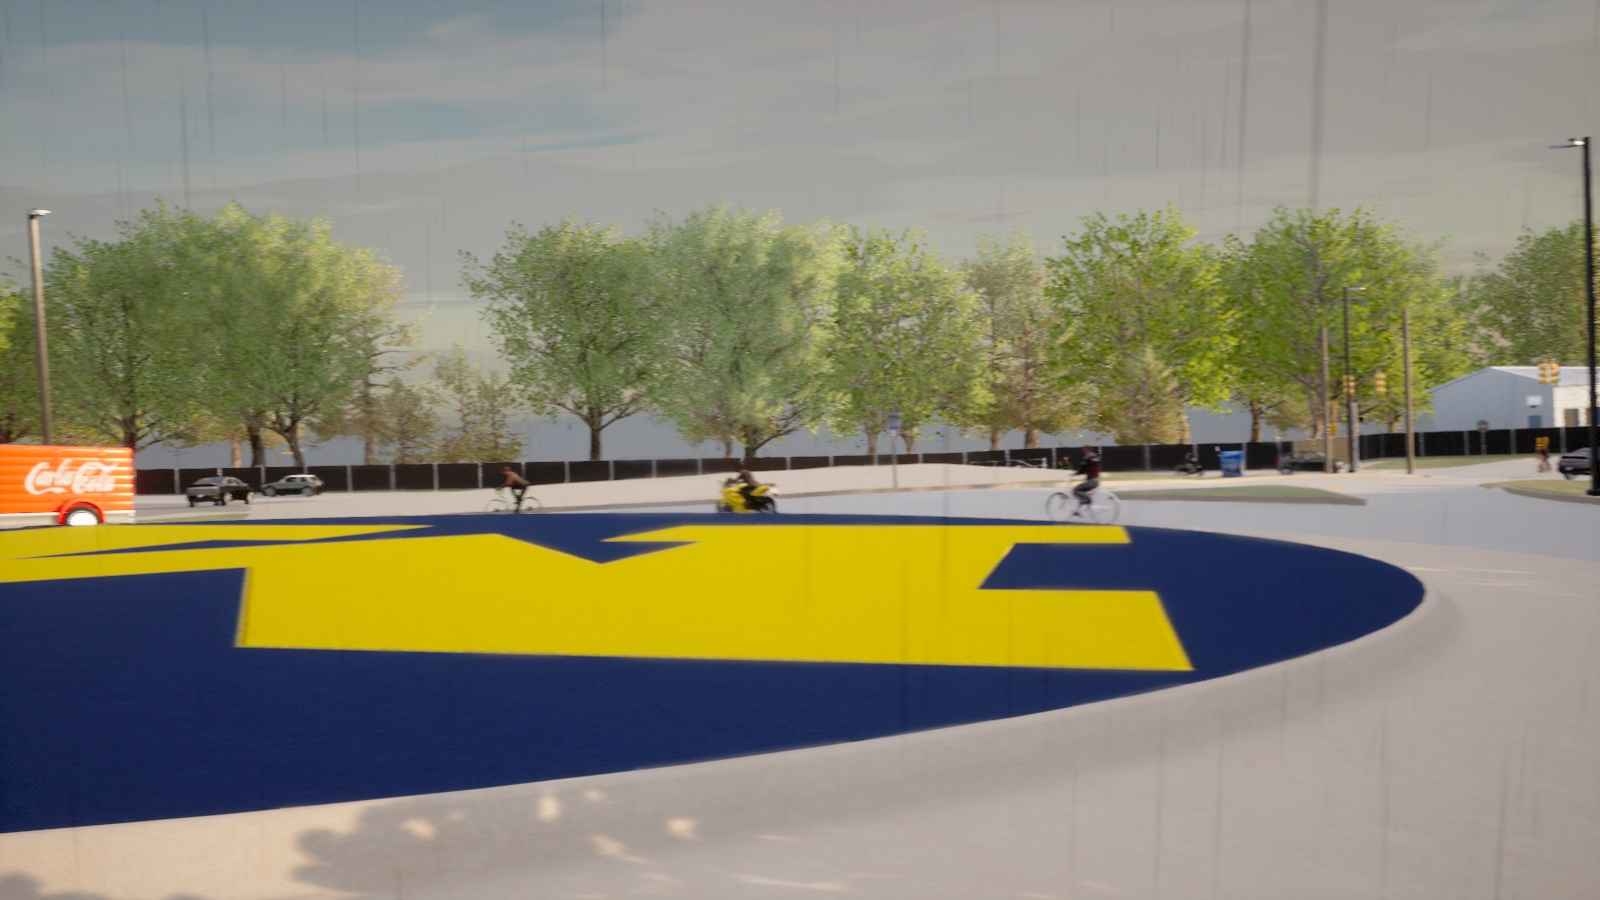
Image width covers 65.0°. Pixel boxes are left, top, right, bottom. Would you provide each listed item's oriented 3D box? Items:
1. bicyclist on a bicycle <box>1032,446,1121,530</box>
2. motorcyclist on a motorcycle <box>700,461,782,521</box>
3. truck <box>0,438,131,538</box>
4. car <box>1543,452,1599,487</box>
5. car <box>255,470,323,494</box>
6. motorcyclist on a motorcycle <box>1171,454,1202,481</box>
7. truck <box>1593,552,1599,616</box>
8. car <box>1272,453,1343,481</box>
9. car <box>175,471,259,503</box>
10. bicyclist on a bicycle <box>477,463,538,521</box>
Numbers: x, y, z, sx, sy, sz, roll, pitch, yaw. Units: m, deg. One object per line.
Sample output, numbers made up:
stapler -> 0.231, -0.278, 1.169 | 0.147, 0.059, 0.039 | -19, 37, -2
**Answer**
bicyclist on a bicycle -> 6.038, 0.805, 27.492 | 0.659, 1.776, 1.843 | 0, 0, -43
motorcyclist on a motorcycle -> -1.578, 1.094, 33.252 | 2.044, 1.523, 0.797 | -2, -1, 34
truck -> -20.434, 0.967, 32.109 | 2.627, 2.467, 5.204 | -1, -2, 35
car -> 36.142, 0.841, 56.367 | 4.902, 1.511, 2.128 | 0, 1, -20
car -> -35.135, 2.177, 86.366 | 3.806, 1.475, 1.970 | 0, 2, 1
motorcyclist on a motorcycle -> 24.258, 1.098, 78.784 | 1.817, 1.590, 0.866 | -1, 2, 20
truck -> 7.744, 0.458, 9.198 | 2.627, 2.467, 5.204 | 7, 4, 27
car -> 30.615, 1.036, 75.715 | 3.705, 1.549, 1.789 | -1, 3, 31
car -> -29.627, 1.860, 63.976 | 2.128, 1.511, 4.902 | -2, -1, -2
bicyclist on a bicycle -> -8.653, 1.235, 37.196 | 1.656, 1.620, 0.582 | -3, 2, -10
